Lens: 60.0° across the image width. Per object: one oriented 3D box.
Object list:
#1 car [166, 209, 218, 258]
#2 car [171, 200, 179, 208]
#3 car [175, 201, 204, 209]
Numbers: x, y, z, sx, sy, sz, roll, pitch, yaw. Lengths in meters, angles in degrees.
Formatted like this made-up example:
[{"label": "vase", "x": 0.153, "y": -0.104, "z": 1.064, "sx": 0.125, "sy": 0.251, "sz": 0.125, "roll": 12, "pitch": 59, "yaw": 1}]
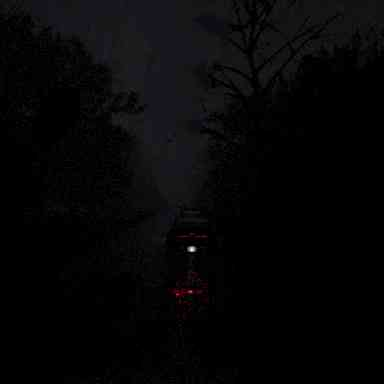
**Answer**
[{"label": "car", "x": 0.010, "y": 1.657, "z": 13.494, "sx": 1.837, "sy": 1.490, "sz": 4.892, "roll": 0, "pitch": 0, "yaw": 0}, {"label": "car", "x": -3.051, "y": 2.395, "z": 65.025, "sx": 1.882, "sy": 1.535, "sz": 5.008, "roll": 0, "pitch": -1, "yaw": 0}, {"label": "car", "x": -0.031, "y": 1.807, "z": 28.500, "sx": 2.128, "sy": 1.511, "sz": 4.902, "roll": 0, "pitch": 0, "yaw": 0}]
